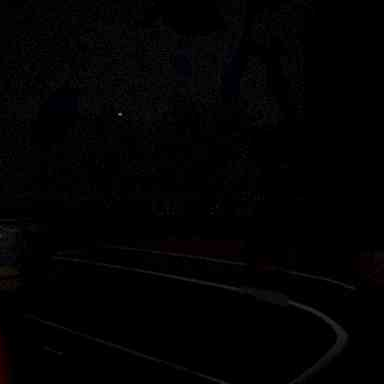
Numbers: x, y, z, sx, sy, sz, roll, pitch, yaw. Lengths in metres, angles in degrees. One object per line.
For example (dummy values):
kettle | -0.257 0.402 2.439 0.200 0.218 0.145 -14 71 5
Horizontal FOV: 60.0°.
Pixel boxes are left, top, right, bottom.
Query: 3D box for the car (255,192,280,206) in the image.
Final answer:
car | 11.800 1.001 51.456 2.150 2.045 5.566 0 0 36

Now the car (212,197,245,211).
car | 3.969 1.272 35.781 2.128 1.511 4.902 0 0 36

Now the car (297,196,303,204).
car | 19.555 1.411 57.308 1.994 1.385 4.181 0 -1 36

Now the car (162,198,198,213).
car | -1.181 1.346 33.694 1.994 1.385 4.181 0 0 36

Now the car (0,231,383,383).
car | -0.355 1.311 3.066 5.009 1.841 2.192 0 0 36
